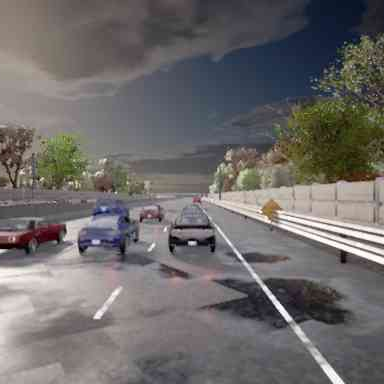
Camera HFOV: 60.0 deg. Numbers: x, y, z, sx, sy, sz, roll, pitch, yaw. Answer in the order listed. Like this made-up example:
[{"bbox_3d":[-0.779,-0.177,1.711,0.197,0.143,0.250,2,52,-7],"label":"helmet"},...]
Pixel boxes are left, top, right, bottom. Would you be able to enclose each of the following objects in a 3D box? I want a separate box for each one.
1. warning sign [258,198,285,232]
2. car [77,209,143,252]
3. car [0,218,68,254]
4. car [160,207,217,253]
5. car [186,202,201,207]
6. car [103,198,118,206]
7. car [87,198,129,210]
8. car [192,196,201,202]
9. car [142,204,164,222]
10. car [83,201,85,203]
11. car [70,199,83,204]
[{"bbox_3d":[4.566,1.298,19.121,1.300,1.860,1.060,0,-1,0],"label":"warning sign"},{"bbox_3d":[-3.483,1.662,14.379,1.812,1.442,4.674,0,0,0],"label":"car"},{"bbox_3d":[-6.985,1.734,14.104,1.895,1.301,4.718,0,-1,0],"label":"car"},{"bbox_3d":[0.017,1.628,14.289,2.128,1.511,4.902,0,0,0],"label":"car"},{"bbox_3d":[0.026,1.850,29.305,1.994,1.385,4.181,0,-1,0],"label":"car"},{"bbox_3d":[-17.438,2.096,71.050,2.097,1.767,4.553,0,-1,0],"label":"car"},{"bbox_3d":[-6.974,1.499,29.012,2.150,2.045,5.566,0,0,0],"label":"car"},{"bbox_3d":[1.303,2.184,89.150,2.150,2.045,5.566,0,-1,0],"label":"car"},{"bbox_3d":[-3.470,1.812,29.381,1.812,1.442,4.674,0,0,0],"label":"car"},{"bbox_3d":[-20.938,2.096,71.053,2.097,1.767,4.553,0,-1,0],"label":"car"},{"bbox_3d":[-24.438,2.265,71.024,2.128,1.511,4.902,0,-1,0],"label":"car"}]
